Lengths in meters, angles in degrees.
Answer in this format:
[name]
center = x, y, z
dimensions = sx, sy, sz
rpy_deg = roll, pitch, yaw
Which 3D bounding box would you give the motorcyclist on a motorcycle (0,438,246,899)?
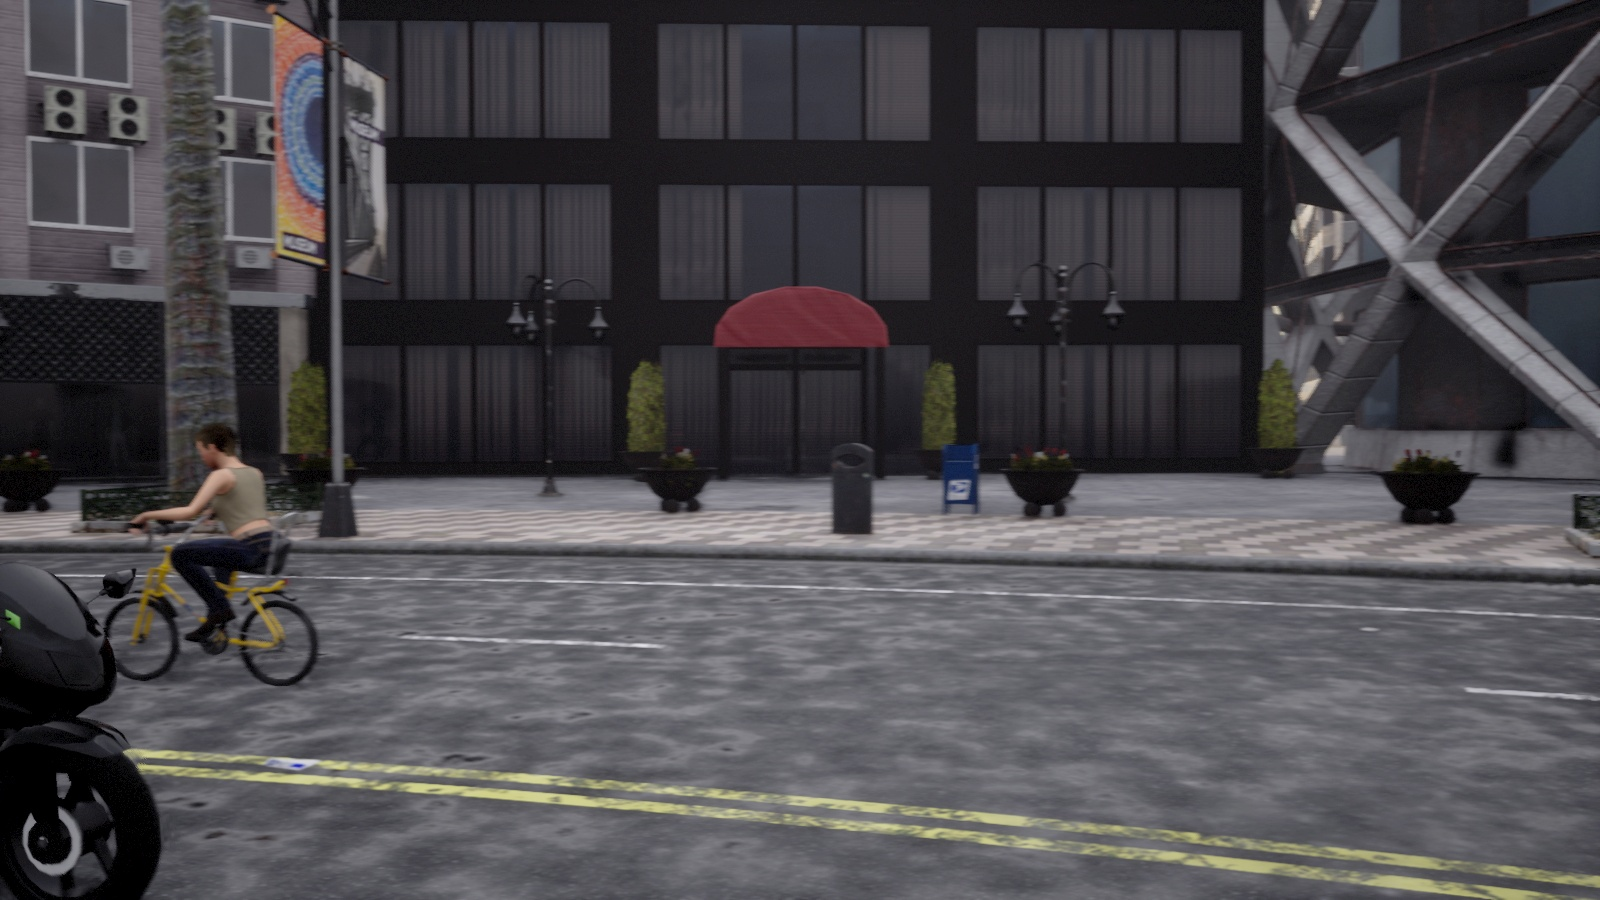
[motorcyclist on a motorcycle]
center = -2.969, 0.727, 4.080
dimensions = 2.044, 1.523, 0.797
rpy_deg = 0, 2, 12

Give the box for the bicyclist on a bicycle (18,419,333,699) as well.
[bicyclist on a bicycle]
center = -3.829, 0.615, 7.778
dimensions = 1.509, 1.612, 0.866
rpy_deg = 0, 2, 11
